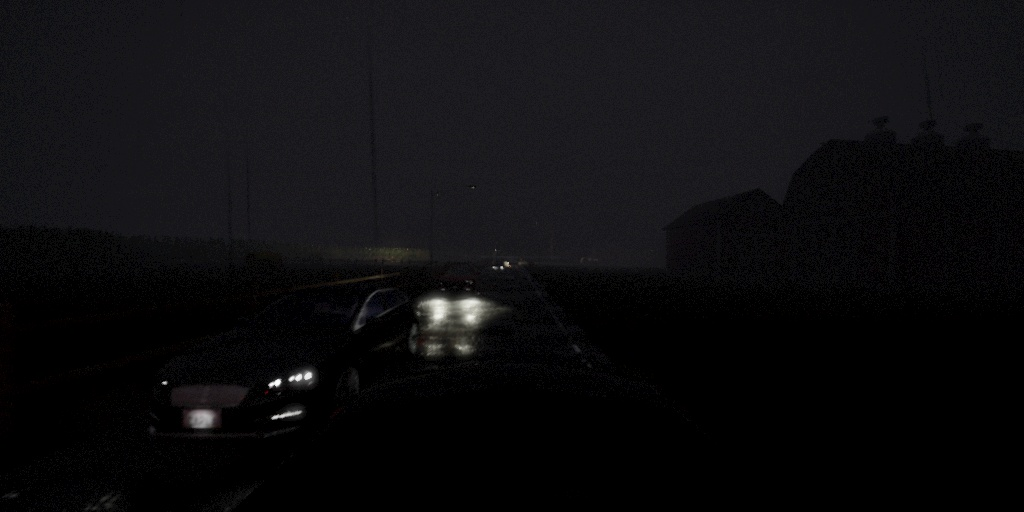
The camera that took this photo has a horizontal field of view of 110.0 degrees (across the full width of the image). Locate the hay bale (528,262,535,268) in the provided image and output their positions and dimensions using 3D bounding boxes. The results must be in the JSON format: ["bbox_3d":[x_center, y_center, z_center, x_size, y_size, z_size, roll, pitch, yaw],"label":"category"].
[{"bbox_3d":[3.440,1.496,64.370,1.220,1.180,1.240,0,0,0],"label":"hay bale"}]

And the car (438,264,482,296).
[{"bbox_3d":[-2.753,1.236,19.882,1.882,1.535,5.008,0,0,0],"label":"car"}]

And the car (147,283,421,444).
[{"bbox_3d":[-2.840,1.234,5.745,2.128,1.511,4.902,0,0,0],"label":"car"}]
